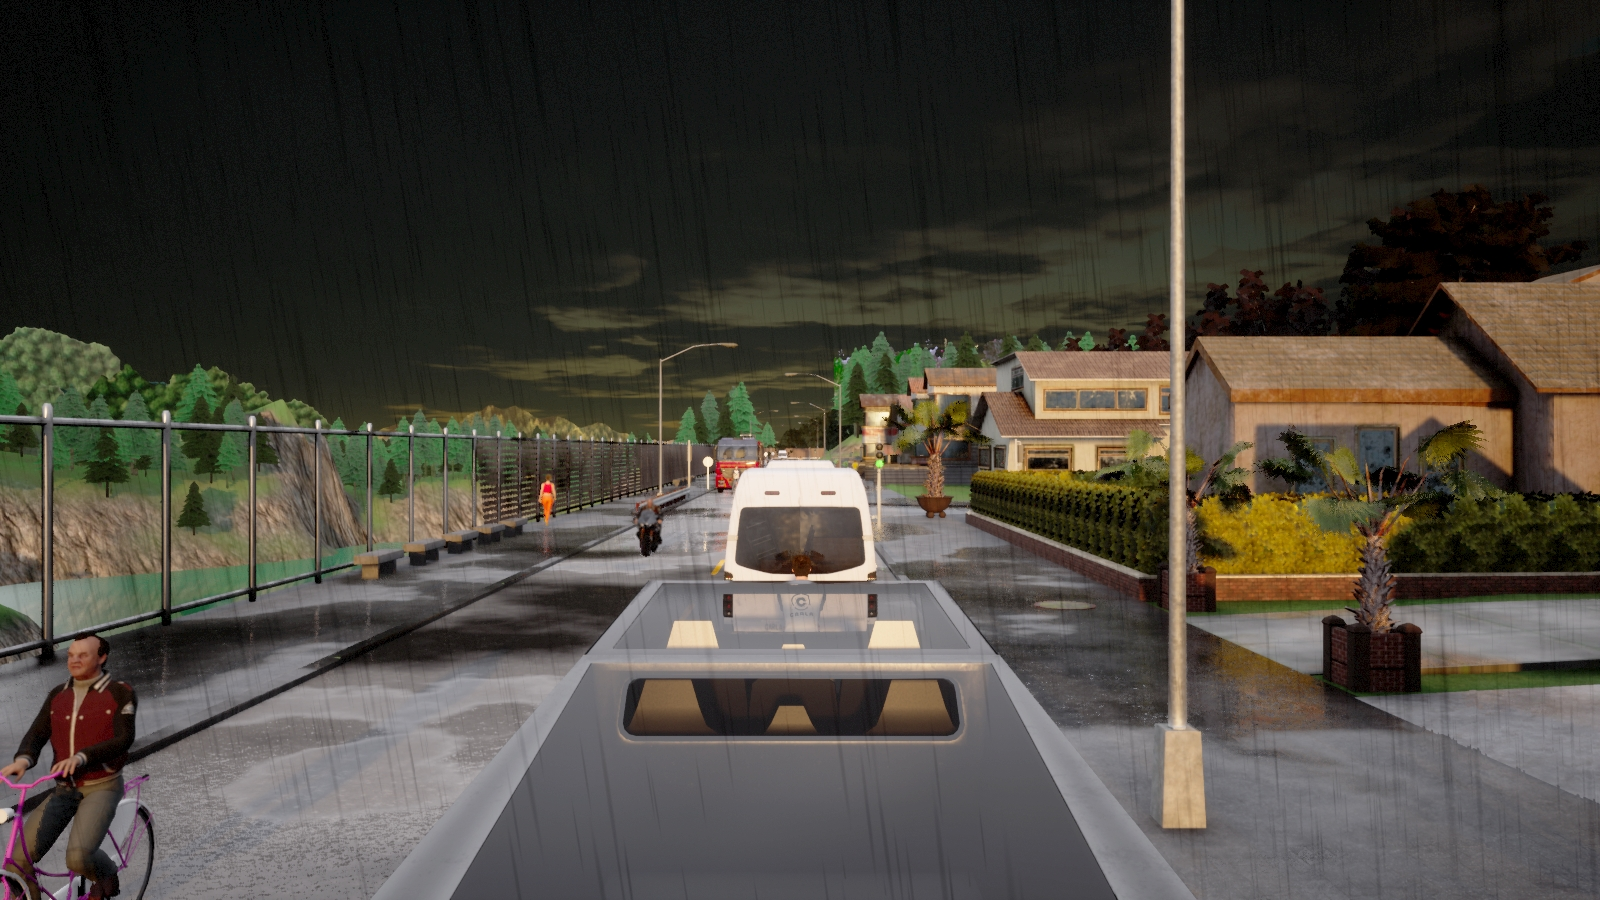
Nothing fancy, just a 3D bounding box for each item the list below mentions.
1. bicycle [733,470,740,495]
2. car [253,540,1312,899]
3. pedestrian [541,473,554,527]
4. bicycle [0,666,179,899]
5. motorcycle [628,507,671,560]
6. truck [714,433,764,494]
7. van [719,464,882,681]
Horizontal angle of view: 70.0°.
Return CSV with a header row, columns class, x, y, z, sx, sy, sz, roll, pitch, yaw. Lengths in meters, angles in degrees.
class,x,y,z,sx,sy,sz,roll,pitch,yaw
bicycle,-3.969,2.028,71.192,0.373,1.496,1.643,0,0,0
car,-0.034,1.751,5.716,2.390,2.098,6.274,0,0,0
pedestrian,-8.816,1.729,39.905,0.375,1.860,0.375,0,0,-6
bicycle,-3.984,2.057,6.099,0.329,1.471,1.835,0,0,0
motorcycle,-3.989,2.193,30.408,0.867,1.251,2.209,0,0,0
truck,-3.968,0.861,76.479,2.891,3.827,8.468,0,0,0
van,0.009,1.528,16.844,1.988,2.561,5.915,0,0,0
